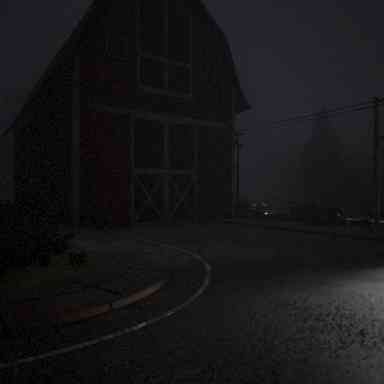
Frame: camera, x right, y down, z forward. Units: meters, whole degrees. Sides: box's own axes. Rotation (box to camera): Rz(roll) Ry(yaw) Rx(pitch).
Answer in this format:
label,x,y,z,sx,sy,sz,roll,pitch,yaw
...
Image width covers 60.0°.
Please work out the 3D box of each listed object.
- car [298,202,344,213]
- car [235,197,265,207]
label,x,y,z,sx,sy,sz,roll,pitch,yaw
car,11.274,1.627,30.210,1.895,1.301,4.718,0,0,-34
car,6.167,1.379,37.650,2.097,1.767,4.553,0,0,-34
